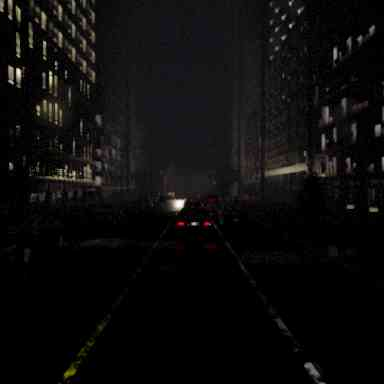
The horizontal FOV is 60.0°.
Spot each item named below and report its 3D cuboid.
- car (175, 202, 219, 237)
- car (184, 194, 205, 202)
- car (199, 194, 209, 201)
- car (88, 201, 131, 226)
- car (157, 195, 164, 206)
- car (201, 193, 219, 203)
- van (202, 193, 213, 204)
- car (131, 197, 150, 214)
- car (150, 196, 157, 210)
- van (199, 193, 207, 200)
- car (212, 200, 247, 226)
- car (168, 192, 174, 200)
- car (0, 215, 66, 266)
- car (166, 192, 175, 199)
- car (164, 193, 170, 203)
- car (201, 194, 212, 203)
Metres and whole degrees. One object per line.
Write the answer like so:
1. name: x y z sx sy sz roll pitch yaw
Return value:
1. car: 0.090 1.482 17.492 2.033 1.411 5.357 0 0 0
2. car: 0.083 1.341 36.634 1.882 1.535 5.008 0 0 0
3. car: 2.642 1.162 73.712 1.967 1.590 4.097 -1 0 0
4. car: -5.710 1.467 22.555 2.008 1.369 4.403 -1 0 0
5. car: -5.725 1.335 50.803 1.752 1.417 4.829 -1 0 0
6. car: 2.656 1.146 45.293 2.192 1.841 5.009 -1 0 0
7. van: 2.650 1.129 56.660 1.690 1.788 3.998 -1 0 0
8. car: -5.716 1.455 33.922 1.802 1.307 4.206 -1 0 0
9. car: -5.720 1.292 39.605 1.967 1.590 4.097 -1 0 0
10. van: 2.638 1.041 79.394 1.690 1.788 3.998 -1 0 0
11. car: 2.671 1.467 22.559 2.008 1.369 4.403 -1 0 0
12. car: -5.737 1.272 73.708 2.008 1.369 4.403 -1 0 0
13. car: -5.704 1.509 11.188 2.008 1.369 4.403 -1 0 0
14. car: -5.749 0.969 90.758 2.192 1.841 5.009 -1 0 0
15. car: -5.732 1.332 62.340 1.947 1.339 4.313 -1 0 0
16. car: 2.648 1.206 62.344 1.967 1.590 4.097 -1 0 0
